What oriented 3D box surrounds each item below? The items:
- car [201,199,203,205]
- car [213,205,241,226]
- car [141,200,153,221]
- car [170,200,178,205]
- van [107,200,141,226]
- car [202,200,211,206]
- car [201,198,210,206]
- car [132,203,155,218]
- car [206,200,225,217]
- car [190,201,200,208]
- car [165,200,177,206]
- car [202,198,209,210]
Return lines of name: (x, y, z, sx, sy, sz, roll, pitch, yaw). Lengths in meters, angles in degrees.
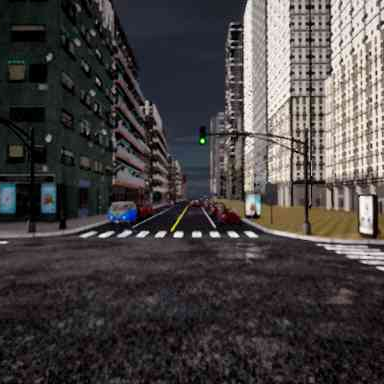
car: (3.161, 2.408, 65.089, 2.008, 1.369, 4.403, 0, -1, 0)
car: (2.894, 1.923, 26.399, 1.802, 1.307, 4.206, 0, -1, 0)
car: (-5.447, 1.738, 31.989, 2.192, 1.841, 5.009, 0, -1, 0)
car: (-5.028, 2.815, 92.782, 1.947, 1.339, 4.313, 0, -1, 0)
van: (-5.486, 1.691, 26.461, 1.690, 1.788, 3.998, 0, -1, 0)
car: (3.238, 2.591, 76.142, 1.802, 1.307, 4.206, 0, -1, 0)
car: (3.277, 2.400, 81.673, 2.192, 1.841, 5.009, 0, -1, 0)
car: (-5.410, 2.040, 37.513, 1.887, 1.381, 4.507, 0, -1, 0)
car: (2.971, 1.926, 37.455, 1.967, 1.590, 4.097, 0, -1, 0)
car: (0.582, 2.497, 67.714, 1.895, 1.301, 4.718, 0, -1, 0)
car: (-5.142, 2.459, 76.202, 1.967, 1.590, 4.097, 0, -1, 0)
car: (3.085, 2.147, 54.036, 1.967, 1.590, 4.097, 0, -1, 0)
